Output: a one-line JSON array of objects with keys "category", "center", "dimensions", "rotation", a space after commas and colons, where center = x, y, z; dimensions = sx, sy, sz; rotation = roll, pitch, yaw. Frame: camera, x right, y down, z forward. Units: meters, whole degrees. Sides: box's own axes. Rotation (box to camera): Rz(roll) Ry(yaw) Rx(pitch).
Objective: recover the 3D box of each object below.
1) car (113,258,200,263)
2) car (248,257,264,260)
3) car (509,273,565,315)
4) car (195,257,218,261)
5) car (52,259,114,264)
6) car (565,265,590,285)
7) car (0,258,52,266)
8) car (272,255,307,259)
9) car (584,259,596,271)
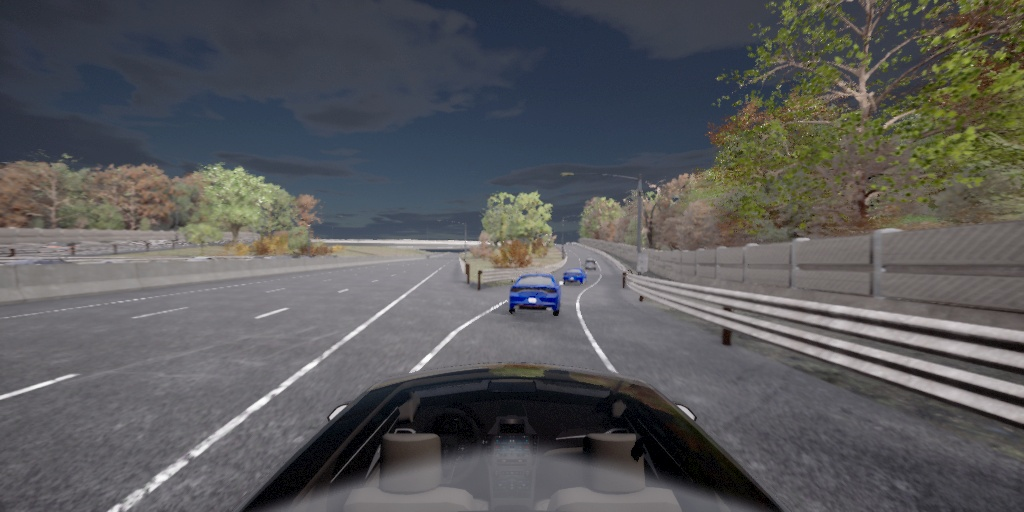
[{"category": "car", "center": [-26.095, 1.002, 26.607], "dimensions": [1.895, 1.301, 4.718], "rotation": [1, 0, -8]}, {"category": "car", "center": [-32.409, 0.872, 45.729], "dimensions": [1.994, 1.385, 4.181], "rotation": [1, 0, -8]}, {"category": "car", "center": [1.097, 1.464, 15.001], "dimensions": [1.882, 1.535, 5.008], "rotation": [1, -1, 9]}, {"category": "car", "center": [-35.249, 0.805, 40.842], "dimensions": [1.812, 1.442, 4.674], "rotation": [1, 0, -8]}, {"category": "car", "center": [-29.554, 0.963, 26.081], "dimensions": [1.895, 1.301, 4.718], "rotation": [1, 0, -8]}, {"category": "car", "center": [6.101, 1.903, 34.485], "dimensions": [1.882, 1.535, 5.008], "rotation": [1, -1, 17]}, {"category": "car", "center": [-32.915, 0.872, 24.863], "dimensions": [2.033, 1.411, 5.357], "rotation": [1, 0, -8]}, {"category": "car", "center": [-28.967, 0.698, 46.375], "dimensions": [2.097, 1.767, 4.553], "rotation": [1, 0, -8]}, {"category": "car", "center": [13.232, 1.682, 60.825], "dimensions": [1.994, 1.385, 4.181], "rotation": [1, 2, 12]}]
